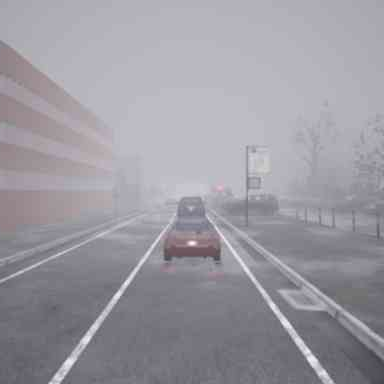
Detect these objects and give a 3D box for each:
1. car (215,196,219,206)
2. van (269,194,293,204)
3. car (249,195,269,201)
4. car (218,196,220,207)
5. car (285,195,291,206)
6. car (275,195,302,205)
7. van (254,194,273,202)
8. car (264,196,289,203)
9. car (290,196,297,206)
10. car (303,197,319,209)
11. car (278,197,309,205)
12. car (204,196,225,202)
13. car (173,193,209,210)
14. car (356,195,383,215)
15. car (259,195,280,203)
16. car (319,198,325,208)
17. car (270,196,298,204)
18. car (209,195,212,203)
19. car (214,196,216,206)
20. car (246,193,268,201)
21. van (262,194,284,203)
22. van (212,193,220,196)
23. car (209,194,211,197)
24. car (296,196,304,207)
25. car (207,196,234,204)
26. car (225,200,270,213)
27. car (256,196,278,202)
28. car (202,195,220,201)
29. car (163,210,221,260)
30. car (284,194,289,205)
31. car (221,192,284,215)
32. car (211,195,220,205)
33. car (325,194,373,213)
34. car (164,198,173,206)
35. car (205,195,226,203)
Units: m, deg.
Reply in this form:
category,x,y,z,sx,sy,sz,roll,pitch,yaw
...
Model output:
category,x,y,z,sx,sy,sz,roll,pitch,yaw
car,5.984,1.619,45.713,4.674,1.452,2.002,0,0,-1
van,18.255,1.411,68.608,4.442,1.987,1.878,0,0,-1
car,17.778,1.655,88.505,5.008,1.535,2.097,0,1,-1
car,6.084,1.562,40.063,5.008,1.535,2.097,0,0,-1
car,18.426,1.631,54.493,4.792,1.488,2.163,0,0,-1
car,18.271,1.498,63.087,4.553,1.767,2.185,0,0,-1
van,17.768,1.448,82.723,4.442,1.987,1.878,0,0,-1
car,18.095,1.645,71.431,4.892,1.521,2.231,0,0,-1
car,18.443,1.594,51.669,5.008,1.535,2.097,0,0,-1
car,18.547,1.581,46.022,4.892,1.521,2.231,0,0,-1
car,18.286,1.616,60.263,5.008,1.535,2.097,0,0,-1
car,5.363,1.666,79.616,5.008,1.535,2.097,0,0,-1
car,-0.054,1.335,26.390,2.150,2.045,5.566,0,0,0
car,18.750,1.396,31.897,4.553,1.767,2.185,0,0,-1
car,17.954,1.534,77.201,4.553,1.767,2.185,0,0,-1
car,18.665,1.563,40.377,4.892,1.521,2.231,0,0,-1
car,18.194,1.630,65.909,5.008,1.535,2.097,0,0,-1
car,5.778,1.648,57.014,4.674,1.452,2.002,0,0,-1
car,5.937,1.627,48.538,4.674,1.452,2.002,0,0,-1
car,17.705,1.364,91.335,5.566,2.045,2.435,0,1,-1
van,18.156,1.426,74.258,4.442,1.987,1.878,0,0,-1
van,5.949,1.375,54.192,4.442,1.987,1.878,0,0,-1
car,5.914,1.612,59.842,5.366,1.575,1.946,0,0,-1
car,18.495,1.587,48.846,5.008,1.535,2.097,0,0,-1
car,5.760,1.634,68.318,5.366,1.575,1.946,0,0,-1
car,6.138,1.592,37.236,4.674,1.452,2.002,0,0,-1
car,17.969,1.696,79.899,4.792,1.488,2.163,0,0,-1
car,5.165,1.658,90.939,4.674,1.452,2.002,0,1,-1
car,0.023,1.621,12.684,1.994,1.385,4.181,0,0,1
car,18.347,1.609,57.440,5.008,1.535,2.097,0,0,-1
car,6.164,1.289,34.412,5.566,2.045,2.435,0,0,-1
car,5.854,1.623,51.363,4.792,1.488,2.163,0,0,-1
car,18.680,1.301,37.677,5.566,2.045,2.435,0,0,-1
car,-3.674,1.710,56.974,2.033,1.411,5.357,0,0,0
car,5.451,1.533,76.791,4.553,1.767,2.185,0,0,-1
